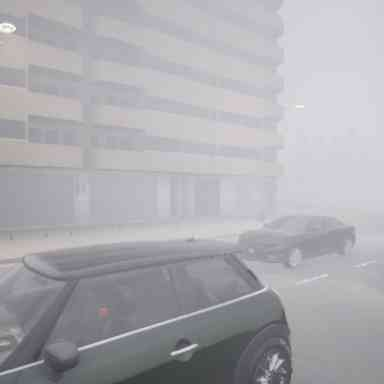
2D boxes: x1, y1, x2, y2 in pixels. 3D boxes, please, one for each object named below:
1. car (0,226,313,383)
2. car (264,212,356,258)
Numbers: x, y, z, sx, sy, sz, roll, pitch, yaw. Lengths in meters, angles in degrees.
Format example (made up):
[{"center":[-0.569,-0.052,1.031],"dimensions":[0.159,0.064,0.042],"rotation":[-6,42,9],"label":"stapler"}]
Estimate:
[{"center":[-1.099,1.352,3.165],"dimensions":[4.553,1.767,2.097],"rotation":[0,0,-38],"label":"car"},{"center":[3.704,1.477,11.392],"dimensions":[5.008,1.535,1.882],"rotation":[0,0,-38],"label":"car"}]
